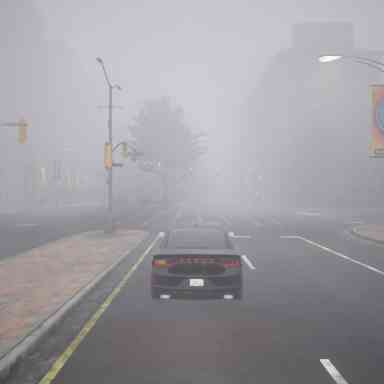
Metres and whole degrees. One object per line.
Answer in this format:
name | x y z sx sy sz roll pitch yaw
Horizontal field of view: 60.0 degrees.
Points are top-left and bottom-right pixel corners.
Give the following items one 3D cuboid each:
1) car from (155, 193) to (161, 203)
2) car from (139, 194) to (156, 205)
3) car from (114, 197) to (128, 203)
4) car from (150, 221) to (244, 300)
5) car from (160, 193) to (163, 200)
car | -7.754 1.526 65.732 1.812 1.442 4.674 0 0 1
car | -7.841 1.505 56.473 1.837 1.490 4.892 0 0 1
car | -14.460 1.595 67.846 1.895 1.301 4.718 0 0 0
car | 0.114 1.478 8.462 1.882 1.535 5.008 0 0 1
car | -7.674 1.225 76.484 2.150 2.045 5.566 0 0 0
